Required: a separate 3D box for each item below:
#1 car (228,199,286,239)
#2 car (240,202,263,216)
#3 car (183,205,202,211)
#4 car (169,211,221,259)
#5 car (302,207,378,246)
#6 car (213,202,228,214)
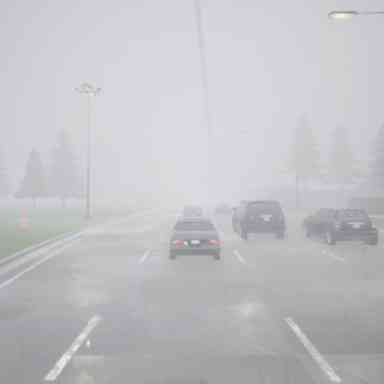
[{"bbox_3d":[3.592,1.425,18.685,2.150,2.045,5.566,0,0,0],"label":"car"},{"bbox_3d":[7.080,1.993,39.766,1.994,1.385,4.181,0,-1,0],"label":"car"},{"bbox_3d":[0.084,1.978,34.153,1.895,1.301,4.718,0,-1,0],"label":"car"},{"bbox_3d":[0.096,1.695,13.307,2.033,1.411,5.357,0,-1,0],"label":"car"},{"bbox_3d":[7.093,1.524,16.451,2.097,1.767,4.553,0,-1,0],"label":"car"},{"bbox_3d":[3.580,1.956,39.429,1.812,1.442,4.674,0,-1,0],"label":"car"}]
